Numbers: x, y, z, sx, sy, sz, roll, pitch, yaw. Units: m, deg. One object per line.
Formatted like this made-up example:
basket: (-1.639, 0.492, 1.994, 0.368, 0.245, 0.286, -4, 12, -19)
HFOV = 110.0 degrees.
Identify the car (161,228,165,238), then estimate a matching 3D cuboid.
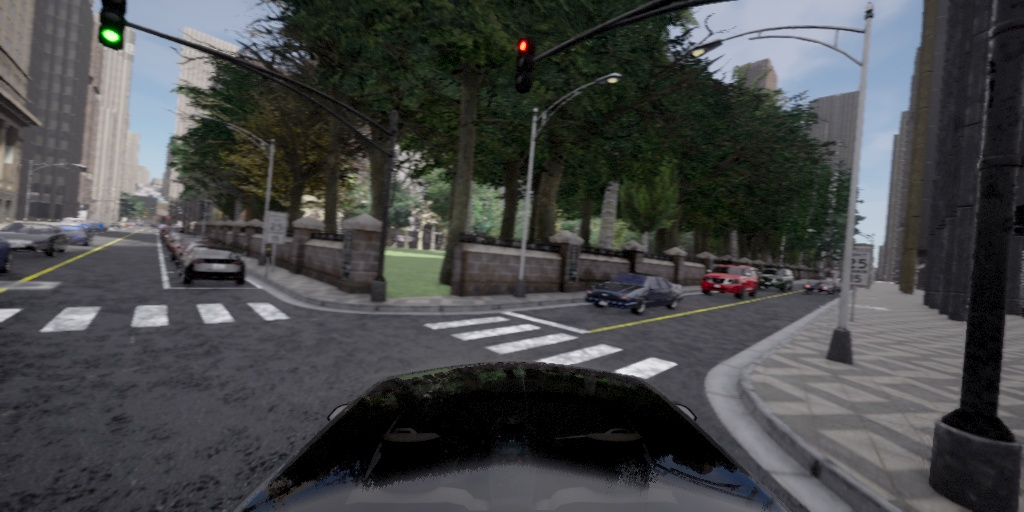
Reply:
car: (-34.611, -1.794, 37.013, 1.948, 1.339, 4.313, 0, 0, -45)

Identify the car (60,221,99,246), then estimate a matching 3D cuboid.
car: (-31.130, -1.476, 25.286, 1.994, 1.385, 4.181, 5, 0, -45)

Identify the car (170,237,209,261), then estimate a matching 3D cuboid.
car: (-15.555, -0.056, 17.818, 1.802, 1.307, 4.207, 0, 0, -45)

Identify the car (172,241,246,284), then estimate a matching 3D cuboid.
car: (-11.744, 0.269, 13.979, 1.948, 1.339, 4.313, 0, 0, -45)

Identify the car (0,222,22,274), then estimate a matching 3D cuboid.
car: (-15.406, -0.273, 9.510, 4.553, 1.767, 2.097, 5, 0, 43)

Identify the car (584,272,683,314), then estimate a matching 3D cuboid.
car: (5.147, 1.396, 14.524, 5.357, 1.411, 2.033, 3, 1, -45)

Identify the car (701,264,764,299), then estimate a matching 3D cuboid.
car: (14.510, 1.612, 23.750, 5.566, 2.045, 2.150, 4, 1, -45)

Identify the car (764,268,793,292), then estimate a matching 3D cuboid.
car: (24.946, 2.199, 34.001, 5.566, 2.045, 2.150, 2, 2, -43)

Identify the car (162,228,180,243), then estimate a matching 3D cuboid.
car: (-30.800, -1.468, 33.174, 1.888, 1.381, 4.507, 0, 0, -45)

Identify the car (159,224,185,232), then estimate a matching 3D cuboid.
car: (-38.422, -2.392, 40.852, 2.192, 1.841, 5.009, 0, 0, -45)

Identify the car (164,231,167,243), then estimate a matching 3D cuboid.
car: (-26.988, -1.086, 29.335, 1.802, 1.307, 4.207, 0, 0, -45)

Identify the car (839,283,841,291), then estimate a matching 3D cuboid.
car: (35.786, 3.181, 40.450, 4.674, 1.442, 1.812, 3, 1, -44)

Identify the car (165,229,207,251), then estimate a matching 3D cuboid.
car: (-19.366, -0.541, 21.657, 1.967, 1.591, 4.097, 0, 0, -45)

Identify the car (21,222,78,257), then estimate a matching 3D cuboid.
car: (-23.466, -0.855, 17.552, 2.128, 1.511, 4.902, 5, 0, -45)

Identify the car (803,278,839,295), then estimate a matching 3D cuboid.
car: (28.436, 2.847, 33.126, 4.718, 1.301, 1.895, 3, 1, -44)
